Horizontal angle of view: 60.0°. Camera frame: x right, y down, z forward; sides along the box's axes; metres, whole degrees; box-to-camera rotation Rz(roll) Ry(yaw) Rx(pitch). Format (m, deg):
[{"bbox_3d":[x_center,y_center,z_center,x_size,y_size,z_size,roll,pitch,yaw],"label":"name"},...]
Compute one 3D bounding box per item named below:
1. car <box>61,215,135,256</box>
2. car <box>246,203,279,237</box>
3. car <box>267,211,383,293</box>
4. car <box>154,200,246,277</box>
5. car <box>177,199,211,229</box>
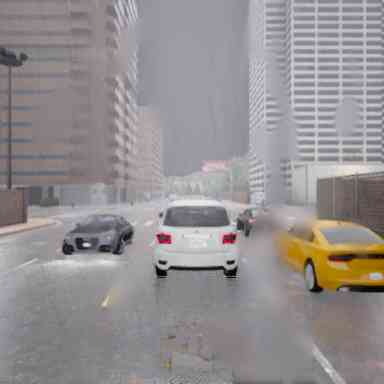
[{"bbox_3d":[-3.538,1.604,13.220,1.994,1.385,4.181,0,0,1],"label":"car"},{"bbox_3d":[3.608,1.580,18.290,1.812,1.442,4.674,0,0,0],"label":"car"},{"bbox_3d":[3.609,1.505,8.984,1.882,1.535,5.008,0,0,0],"label":"car"},{"bbox_3d":[0.107,1.256,10.448,2.150,2.045,5.566,0,0,0],"label":"car"},{"bbox_3d":[0.115,1.419,22.820,2.097,1.767,4.553,0,0,0],"label":"car"}]
